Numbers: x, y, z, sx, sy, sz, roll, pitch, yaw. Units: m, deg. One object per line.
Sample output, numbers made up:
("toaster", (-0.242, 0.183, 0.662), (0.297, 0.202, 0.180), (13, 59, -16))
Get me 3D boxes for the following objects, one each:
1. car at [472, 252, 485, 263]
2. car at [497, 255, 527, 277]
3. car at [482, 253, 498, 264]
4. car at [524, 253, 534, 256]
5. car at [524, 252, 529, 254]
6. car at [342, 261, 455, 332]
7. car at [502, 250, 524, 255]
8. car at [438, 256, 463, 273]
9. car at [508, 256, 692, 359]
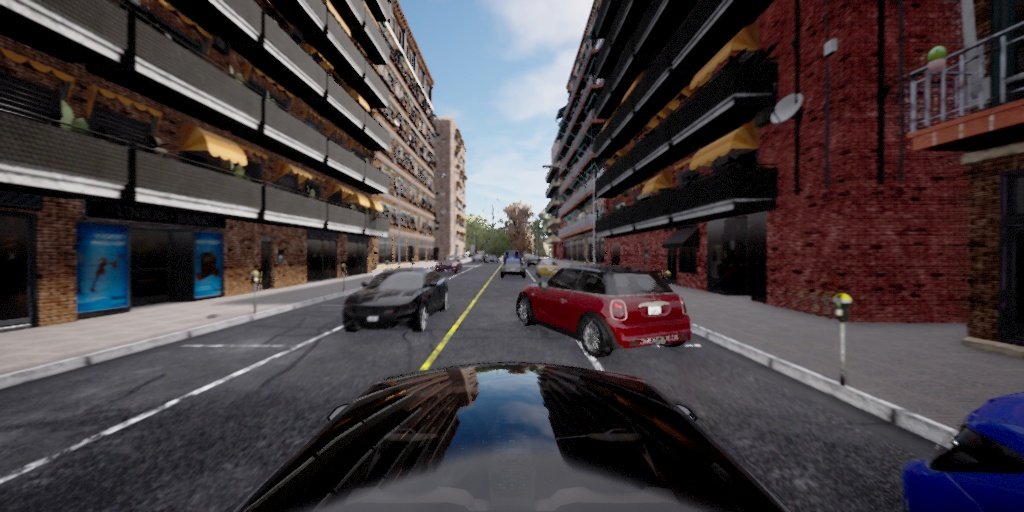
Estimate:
("car", (-5.823, 0.366, 60.683), (2.007, 1.370, 4.403), (0, 0, 0))
("car", (0.084, 0.894, 28.113), (1.994, 1.385, 4.181), (0, 1, 0))
("car", (-3.004, 0.524, 54.309), (1.994, 1.385, 4.181), (0, 1, 0))
("car", (2.760, 0.635, 44.590), (1.948, 1.339, 4.313), (0, 0, 0))
("car", (2.825, 0.429, 55.253), (1.751, 1.417, 4.829), (0, 0, 0))
("car", (-3.101, 1.087, 10.480), (1.882, 1.535, 5.008), (0, 1, 0))
("car", (0.035, 0.315, 43.190), (2.150, 2.045, 5.566), (0, 1, 0))
("car", (-5.710, 0.694, 32.846), (1.967, 1.591, 4.097), (0, 0, 0))
("car", (1.807, 0.992, 8.562), (2.097, 1.767, 4.553), (0, 1, -23))
